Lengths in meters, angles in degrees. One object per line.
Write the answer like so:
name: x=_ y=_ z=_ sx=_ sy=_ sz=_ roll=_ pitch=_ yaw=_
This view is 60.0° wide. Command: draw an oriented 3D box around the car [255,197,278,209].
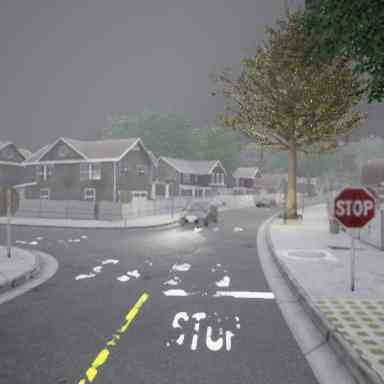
car: x=10.232 y=1.454 z=45.473 sx=2.033 sy=1.411 sz=5.357 roll=0 pitch=0 yaw=29

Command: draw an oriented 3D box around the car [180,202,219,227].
car: x=0.600 y=1.476 z=22.661 sx=2.128 sy=1.511 sz=4.902 roll=0 pitch=0 yaw=16
